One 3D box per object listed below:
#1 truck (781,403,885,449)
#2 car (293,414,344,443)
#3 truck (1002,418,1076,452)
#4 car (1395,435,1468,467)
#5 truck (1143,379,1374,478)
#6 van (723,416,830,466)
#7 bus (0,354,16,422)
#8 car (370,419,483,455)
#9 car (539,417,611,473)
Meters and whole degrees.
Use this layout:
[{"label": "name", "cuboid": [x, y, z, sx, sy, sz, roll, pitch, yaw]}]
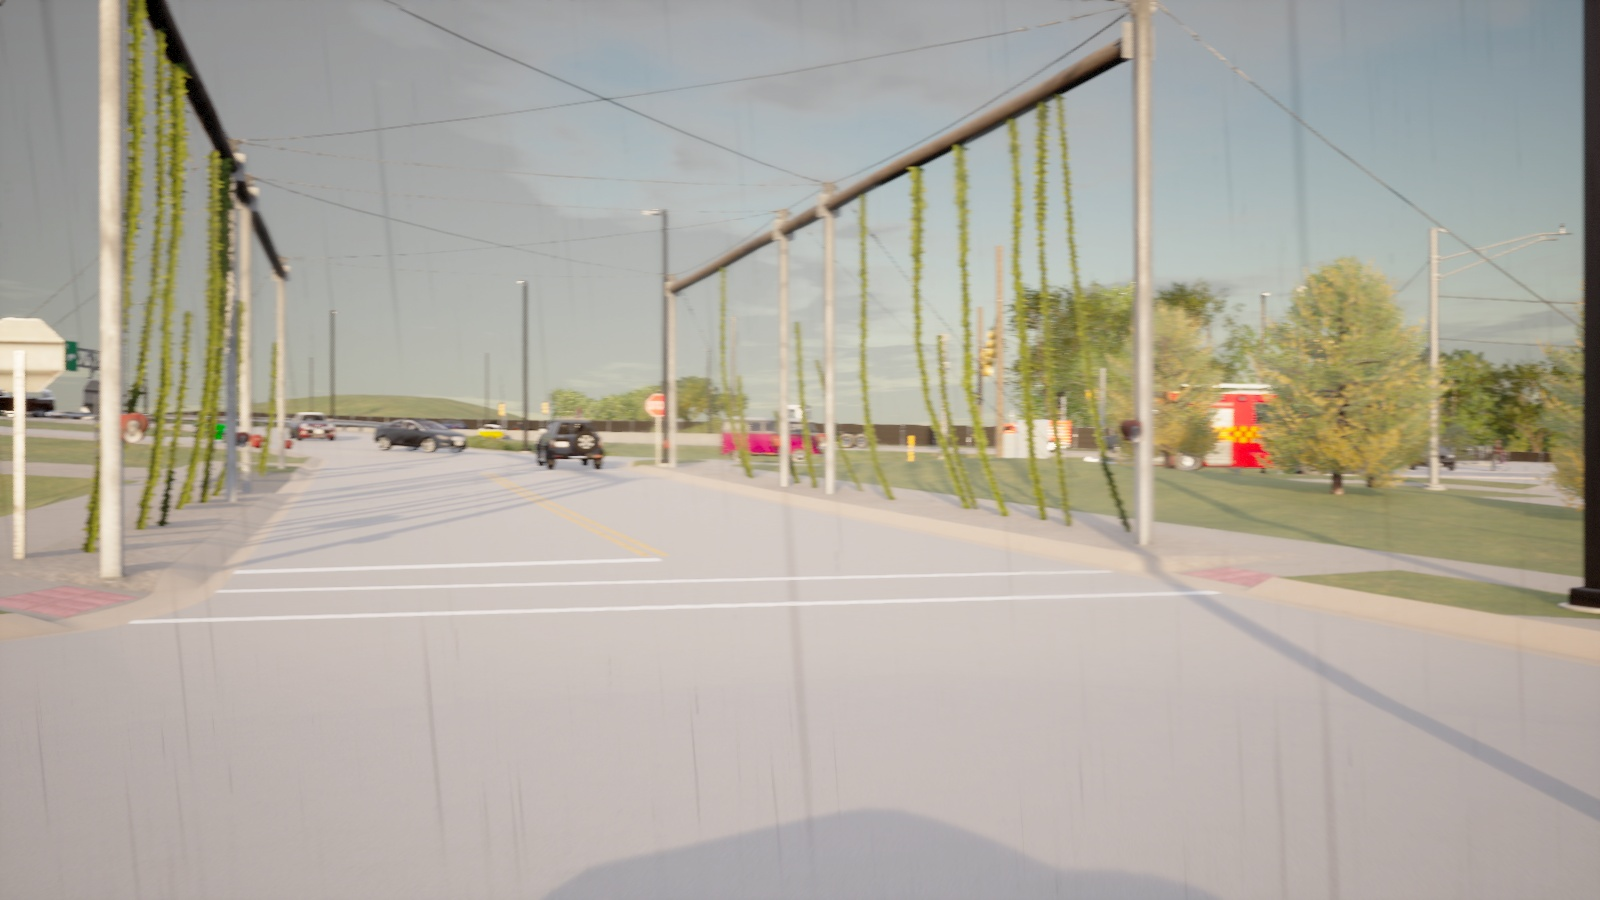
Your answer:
[{"label": "truck", "cuboid": [2.624, -1.851, 99.217, 7.936, 3.462, 2.891, 1, 0, 7]}, {"label": "car", "cuboid": [-26.013, -1.174, 67.750, 1.970, 1.475, 3.806, -1, 3, -30]}, {"label": "truck", "cuboid": [17.811, -1.116, 93.941, 5.204, 2.467, 2.627, 1, 0, 7]}, {"label": "car", "cuboid": [34.095, 0.050, 67.963, 2.242, 1.667, 4.611, 1, 0, 9]}, {"label": "truck", "cuboid": [18.779, -0.887, 51.892, 8.468, 3.827, 2.891, 1, 0, 6]}, {"label": "van", "cuboid": [-1.036, -0.383, 53.766, 4.442, 1.987, 1.775, 1, 0, -5]}, {"label": "bus", "cuboid": [-52.845, -4.004, 75.480, 3.944, 4.253, 10.273, 4, 1, 7]}, {"label": "car", "cuboid": [-17.126, -0.591, 57.529, 4.902, 1.511, 2.128, 2, 0, 31]}, {"label": "car", "cuboid": [-8.168, -0.237, 45.242, 1.932, 1.855, 4.605, 0, 2, -18]}]
